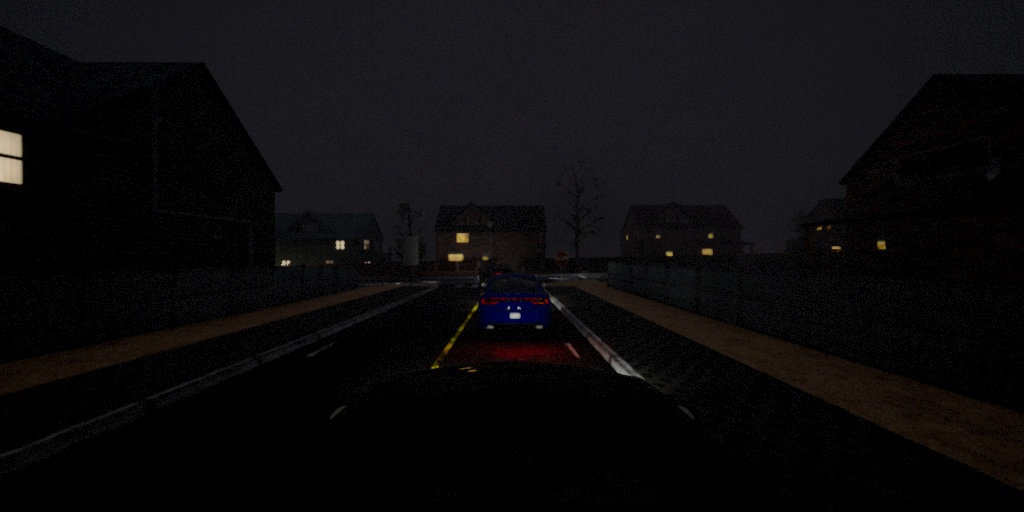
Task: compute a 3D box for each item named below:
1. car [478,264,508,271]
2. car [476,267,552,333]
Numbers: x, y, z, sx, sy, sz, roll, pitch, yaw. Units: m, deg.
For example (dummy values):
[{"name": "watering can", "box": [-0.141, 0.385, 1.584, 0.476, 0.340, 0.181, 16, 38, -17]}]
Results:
[{"name": "car", "box": [-1.270, 1.322, 26.068, 1.837, 1.490, 4.892, 0, 0, -17]}, {"name": "car", "box": [0.057, 1.249, 10.839, 1.882, 1.535, 5.008, 0, 0, 0]}]
